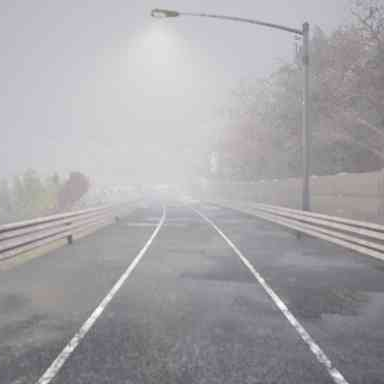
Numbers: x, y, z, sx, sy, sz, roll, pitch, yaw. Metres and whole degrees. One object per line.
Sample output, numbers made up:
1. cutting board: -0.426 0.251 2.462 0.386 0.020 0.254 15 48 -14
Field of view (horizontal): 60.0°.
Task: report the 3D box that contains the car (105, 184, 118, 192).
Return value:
1. car: -20.837 -0.793 89.523 1.812 1.442 4.674 1 4 15
